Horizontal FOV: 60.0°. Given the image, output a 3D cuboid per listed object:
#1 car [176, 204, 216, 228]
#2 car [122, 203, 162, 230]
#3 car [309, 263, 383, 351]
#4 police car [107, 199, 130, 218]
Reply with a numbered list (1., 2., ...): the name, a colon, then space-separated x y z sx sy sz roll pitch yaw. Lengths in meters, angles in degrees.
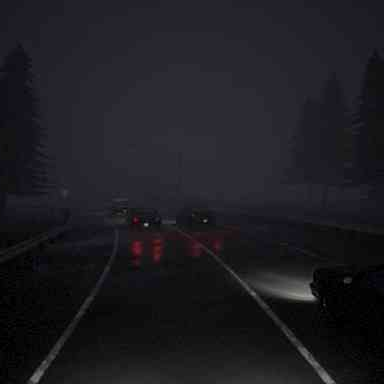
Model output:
1. car: 0.195 1.518 21.935 1.812 1.442 4.674 0 0 -15
2. car: -3.207 1.605 21.257 1.895 1.301 4.718 0 0 -15
3. car: 3.330 1.535 4.033 2.033 1.411 5.357 0 0 -4
4. police car: -6.732 1.438 31.172 1.930 1.638 5.238 0 0 -23
